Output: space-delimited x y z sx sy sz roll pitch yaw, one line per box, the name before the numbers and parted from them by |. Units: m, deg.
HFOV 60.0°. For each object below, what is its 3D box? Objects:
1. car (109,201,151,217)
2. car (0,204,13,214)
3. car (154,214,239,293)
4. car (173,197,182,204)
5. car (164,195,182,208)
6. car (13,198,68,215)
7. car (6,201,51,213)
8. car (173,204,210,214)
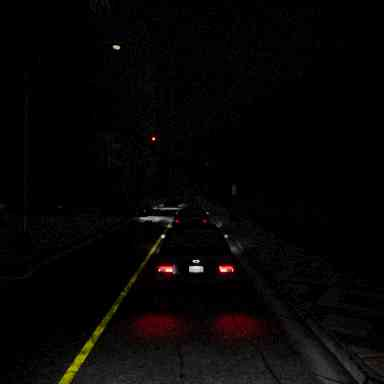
car | -5.750 1.518 30.416 4.181 1.385 1.994 -1 -1 35
car | -20.705 1.492 33.135 5.008 1.535 1.882 0 -2 0
car | 0.073 1.552 8.993 2.033 1.411 5.357 0 0 0
car | -3.116 1.708 71.169 1.812 1.442 4.674 0 0 0
car | -3.139 1.646 51.422 2.033 1.411 5.357 0 0 3
car | -13.593 1.380 30.495 4.097 1.590 1.967 0 -2 -1
car | -19.072 1.735 38.997 4.313 1.339 1.947 0 -1 0
car | 0.002 1.577 18.298 1.994 1.385 4.181 0 0 1
